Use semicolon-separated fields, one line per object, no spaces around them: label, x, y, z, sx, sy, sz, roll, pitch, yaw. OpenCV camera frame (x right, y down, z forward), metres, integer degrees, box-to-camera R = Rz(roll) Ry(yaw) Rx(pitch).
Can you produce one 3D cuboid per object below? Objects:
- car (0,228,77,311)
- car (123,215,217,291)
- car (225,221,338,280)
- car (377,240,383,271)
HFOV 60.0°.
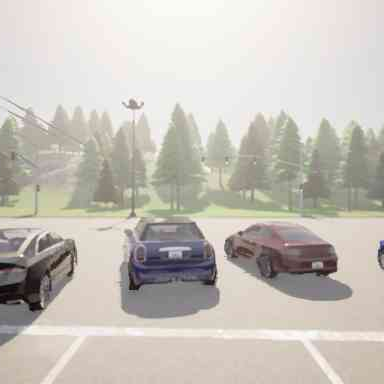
car;-3.984;1.578;7.782;2.128;1.511;4.902;0;-1;-9
car;-0.851;1.458;9.599;2.097;1.767;4.553;0;-1;-13
car;2.536;1.641;10.384;1.812;1.442;4.674;0;0;-14
car;6.695;1.568;8.047;1.882;1.535;5.008;0;-1;-6
